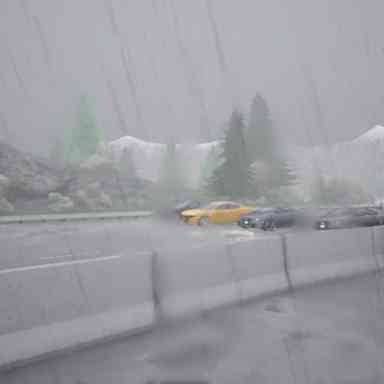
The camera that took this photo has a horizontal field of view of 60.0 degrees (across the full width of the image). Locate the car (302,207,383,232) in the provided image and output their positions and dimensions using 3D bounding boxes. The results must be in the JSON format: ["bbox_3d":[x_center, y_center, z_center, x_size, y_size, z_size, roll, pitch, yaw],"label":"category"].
[{"bbox_3d":[8.033,1.455,16.959,4.181,1.385,1.994,0,0,-29],"label":"car"}]

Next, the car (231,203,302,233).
[{"bbox_3d":[4.698,1.457,19.100,4.181,1.385,1.994,0,0,-29],"label":"car"}]

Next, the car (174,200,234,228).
[{"bbox_3d":[1.676,1.371,21.398,5.008,1.535,1.882,0,0,-30],"label":"car"}]

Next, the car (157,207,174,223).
[{"bbox_3d":[-0.122,1.363,24.398,5.008,1.535,1.882,0,0,-30],"label":"car"}]
